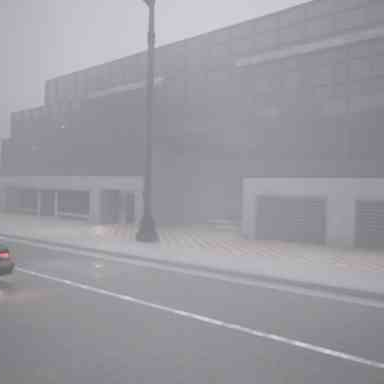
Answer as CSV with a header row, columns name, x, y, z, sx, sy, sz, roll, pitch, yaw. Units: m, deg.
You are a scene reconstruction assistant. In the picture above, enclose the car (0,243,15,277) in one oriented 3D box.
name,x,y,z,sx,sy,sz,roll,pitch,yaw
car,-6.739,1.527,8.733,5.357,1.411,2.033,0,0,36
